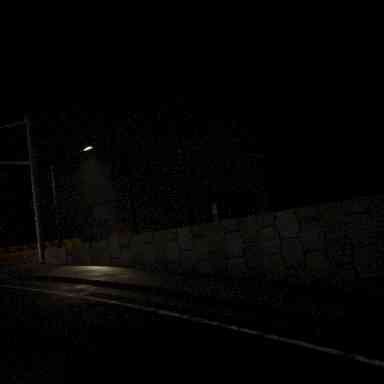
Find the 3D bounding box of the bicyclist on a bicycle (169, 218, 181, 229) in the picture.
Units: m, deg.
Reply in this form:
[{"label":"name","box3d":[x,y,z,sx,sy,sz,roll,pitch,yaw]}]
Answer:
[{"label":"bicyclist on a bicycle","box3d":[-1.350,2.914,27.281,1.656,1.620,0.582,-14,-8,35]}]
